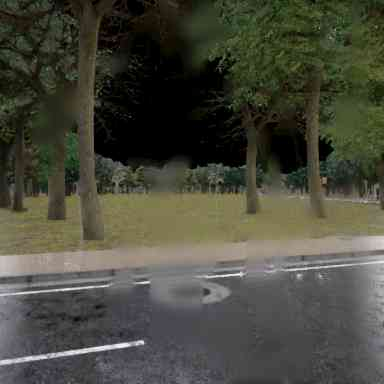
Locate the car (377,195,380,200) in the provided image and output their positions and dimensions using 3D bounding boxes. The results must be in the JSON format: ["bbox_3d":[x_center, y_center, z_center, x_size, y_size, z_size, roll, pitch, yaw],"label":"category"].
[{"bbox_3d":[45.451,1.256,79.946,1.994,1.385,4.181,0,0,5],"label":"car"}]
